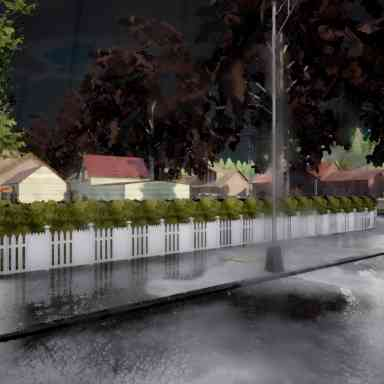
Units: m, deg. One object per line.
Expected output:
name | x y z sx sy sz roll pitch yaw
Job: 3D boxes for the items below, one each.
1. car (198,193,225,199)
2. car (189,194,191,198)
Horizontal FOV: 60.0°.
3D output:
car | 2.829 1.212 43.299 2.150 2.045 5.566 0 1 -35
car | -2.191 1.221 57.456 2.150 2.045 5.566 0 0 -35
